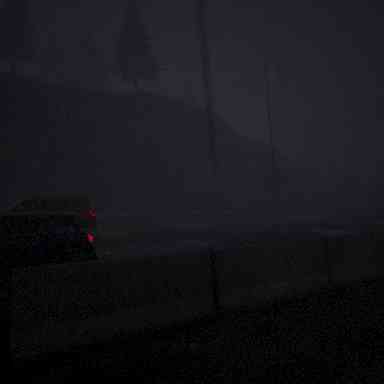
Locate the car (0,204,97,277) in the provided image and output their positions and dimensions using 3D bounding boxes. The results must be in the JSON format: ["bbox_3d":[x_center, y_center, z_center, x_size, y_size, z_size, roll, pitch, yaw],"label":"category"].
[{"bbox_3d":[-4.996,1.336,8.876,4.553,1.767,2.097,1,0,-34],"label":"car"}]

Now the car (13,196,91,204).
[{"bbox_3d":[-7.367,1.209,15.769,5.566,2.045,2.150,1,0,-34],"label":"car"}]
